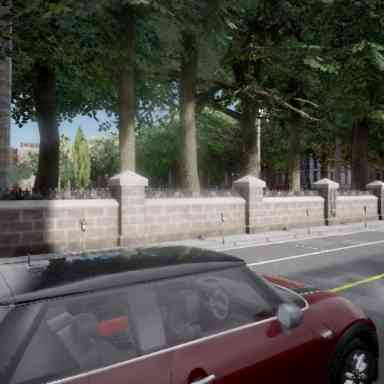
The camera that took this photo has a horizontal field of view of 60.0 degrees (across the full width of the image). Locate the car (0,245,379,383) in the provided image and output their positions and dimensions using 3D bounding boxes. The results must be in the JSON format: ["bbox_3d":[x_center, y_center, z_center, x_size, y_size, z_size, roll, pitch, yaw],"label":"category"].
[{"bbox_3d":[-0.091,1.351,3.369,4.553,1.767,2.097,0,0,-35],"label":"car"}]
